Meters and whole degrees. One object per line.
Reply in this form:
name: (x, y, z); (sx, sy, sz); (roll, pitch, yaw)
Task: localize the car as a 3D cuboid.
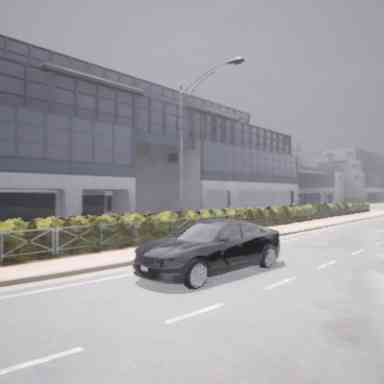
car: (0.656, 1.540, 9.600); (5.008, 1.535, 1.882); (0, 0, -45)
